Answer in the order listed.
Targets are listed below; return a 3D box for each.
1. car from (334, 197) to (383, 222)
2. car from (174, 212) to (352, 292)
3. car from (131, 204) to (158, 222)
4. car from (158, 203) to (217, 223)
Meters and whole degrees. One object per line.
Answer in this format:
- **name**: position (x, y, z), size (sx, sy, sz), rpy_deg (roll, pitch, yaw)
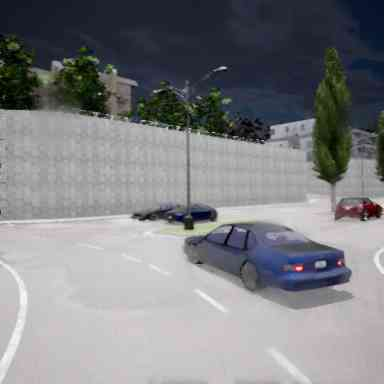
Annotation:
- **car**: position (12.352, 1.154, 24.562), size (4.553, 1.767, 2.097), rpy_deg (-1, 0, -43)
- **car**: position (1.527, 1.512, 8.956), size (2.033, 1.411, 5.357), rpy_deg (-1, 0, -25)
- **car**: position (-2.233, 1.594, 26.913), size (5.357, 1.411, 2.033), rpy_deg (-1, 0, -42)
- **car**: position (-0.027, 1.523, 24.198), size (4.181, 1.385, 1.994), rpy_deg (-1, 0, -42)
